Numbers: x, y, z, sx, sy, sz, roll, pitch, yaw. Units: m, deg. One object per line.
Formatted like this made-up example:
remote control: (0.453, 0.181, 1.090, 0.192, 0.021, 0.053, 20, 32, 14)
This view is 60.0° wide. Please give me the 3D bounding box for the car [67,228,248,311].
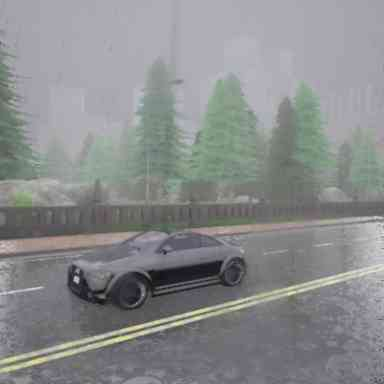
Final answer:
car: (-0.672, 1.568, 7.800, 4.181, 1.385, 1.994, 0, 0, -35)
